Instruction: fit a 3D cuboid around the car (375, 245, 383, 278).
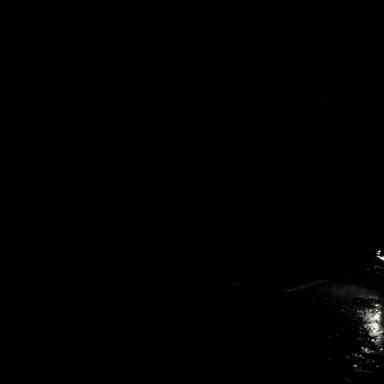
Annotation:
[{"bbox_3d":[6.720,1.501,8.781,4.892,1.490,1.837,0,0,-35],"label":"car"}]
